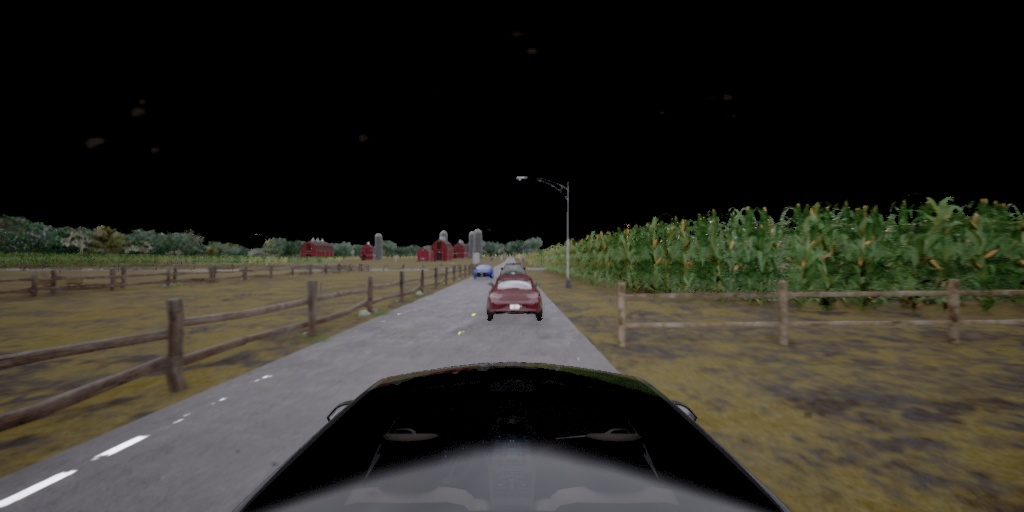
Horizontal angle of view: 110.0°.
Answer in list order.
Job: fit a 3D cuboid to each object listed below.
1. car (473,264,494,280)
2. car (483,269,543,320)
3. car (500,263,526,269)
[{"bbox_3d":[-2.846,1.577,36.624,1.882,1.535,5.008,0,-1,0],"label":"car"},{"bbox_3d":[0.085,1.390,13.156,1.812,1.442,4.674,0,0,0],"label":"car"},{"bbox_3d":[0.091,1.388,30.167,2.097,1.767,4.553,0,-1,0],"label":"car"}]
